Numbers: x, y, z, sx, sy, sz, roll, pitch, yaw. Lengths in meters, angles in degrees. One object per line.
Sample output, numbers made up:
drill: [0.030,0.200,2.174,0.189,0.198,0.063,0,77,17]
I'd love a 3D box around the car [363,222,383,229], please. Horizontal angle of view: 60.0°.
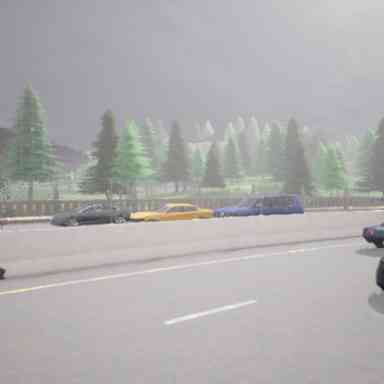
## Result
car: [8.948,1.546,12.887,4.718,1.301,1.895,0,0,-27]

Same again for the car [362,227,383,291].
car: [6.007,1.531,7.296,4.181,1.385,1.994,0,0,-30]

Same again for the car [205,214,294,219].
car: [3.622,1.163,18.219,5.566,2.045,2.150,0,0,-28]

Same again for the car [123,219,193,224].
car: [-1.157,1.427,19.545,5.008,1.535,1.882,0,0,-29]

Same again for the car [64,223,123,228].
car: [-6.151,1.450,20.620,4.902,1.511,2.128,0,0,-31]
